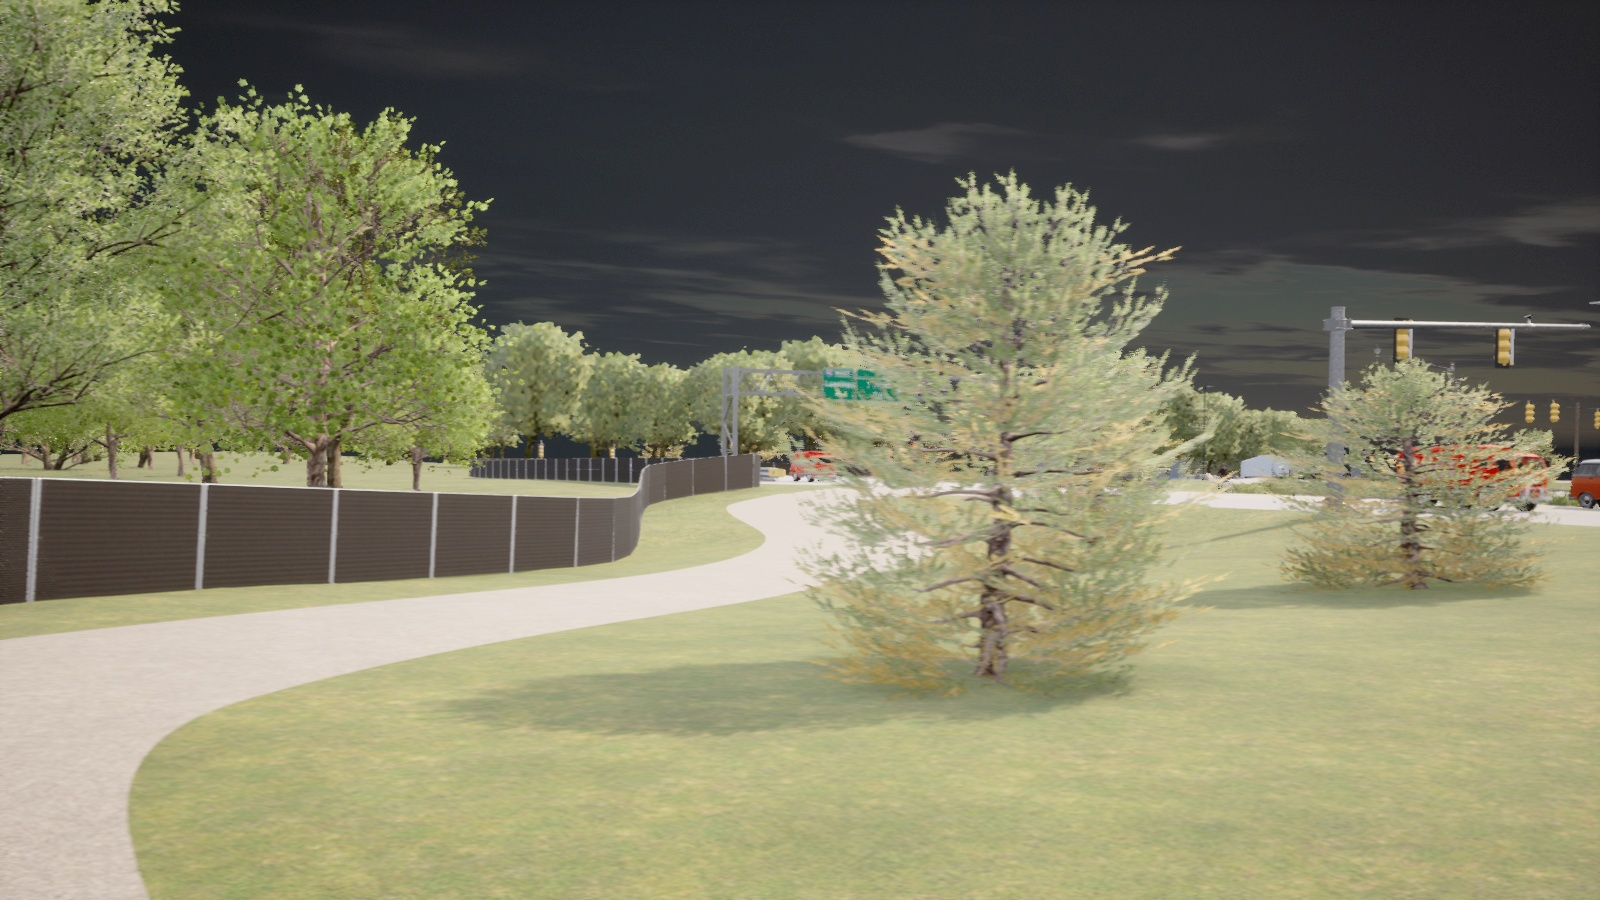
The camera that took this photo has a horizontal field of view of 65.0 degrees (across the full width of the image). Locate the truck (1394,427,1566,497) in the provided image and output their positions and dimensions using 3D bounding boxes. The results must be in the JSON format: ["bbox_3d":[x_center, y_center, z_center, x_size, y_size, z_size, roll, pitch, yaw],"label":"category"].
[{"bbox_3d":[25.513,0.502,47.385,2.627,2.467,5.204,-1,-1,-21],"label":"truck"}]

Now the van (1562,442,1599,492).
[{"bbox_3d":[32.418,0.649,48.929,1.775,1.987,4.442,-1,-1,-21],"label":"van"}]
